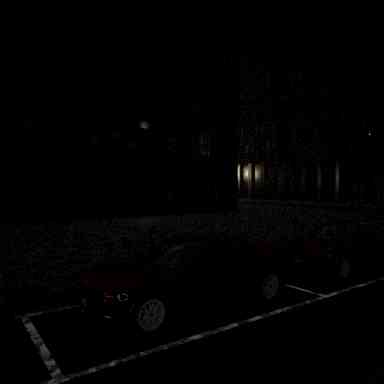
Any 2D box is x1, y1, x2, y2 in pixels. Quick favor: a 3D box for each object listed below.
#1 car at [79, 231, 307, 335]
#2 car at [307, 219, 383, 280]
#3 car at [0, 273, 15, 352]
[{"bbox_3d":[0.073,1.545,6.720,4.507,1.381,1.887,0,0,-36],"label":"car"},{"bbox_3d":[4.568,1.546,9.933,4.507,1.381,1.887,0,0,-36],"label":"car"},{"bbox_3d":[-4.422,1.544,3.507,4.507,1.381,1.887,0,0,-36],"label":"car"}]
